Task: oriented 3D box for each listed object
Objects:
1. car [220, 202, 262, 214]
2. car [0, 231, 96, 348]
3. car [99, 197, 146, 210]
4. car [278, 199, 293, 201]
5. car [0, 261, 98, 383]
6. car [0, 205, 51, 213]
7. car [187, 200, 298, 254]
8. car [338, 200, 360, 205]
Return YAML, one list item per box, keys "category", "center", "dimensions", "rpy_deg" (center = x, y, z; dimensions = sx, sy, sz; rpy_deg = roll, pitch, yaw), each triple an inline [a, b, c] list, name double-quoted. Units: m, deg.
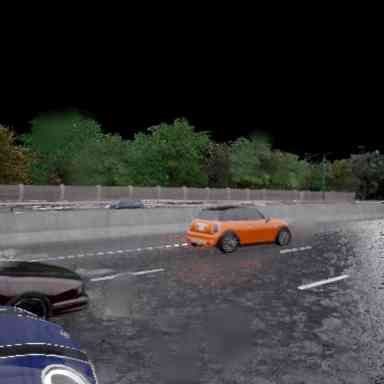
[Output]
- category: "car"
  center: [5.617, 1.810, 38.103]
  dimensions: [4.718, 1.301, 1.895]
  rpy_deg: [1, -1, -35]
- category: "car"
  center: [-4.396, 1.546, 4.910]
  dimensions: [5.357, 1.411, 2.033]
  rpy_deg: [0, 0, -36]
- category: "car"
  center: [-6.981, 1.422, 33.410]
  dimensions: [4.553, 1.767, 2.097]
  rpy_deg: [1, 0, -36]
- category: "car"
  center: [9.699, 1.596, 36.683]
  dimensions: [4.553, 1.767, 2.097]
  rpy_deg: [1, -1, -35]
- category: "car"
  center: [-2.828, 1.349, 1.852]
  dimensions: [4.553, 1.767, 2.097]
  rpy_deg: [0, 0, -36]
- category: "car"
  center: [-10.272, 1.484, 18.161]
  dimensions: [5.008, 1.535, 1.882]
  rpy_deg: [0, 0, -36]
- category: "car"
  center: [2.083, 1.393, 13.835]
  dimensions: [4.553, 1.767, 2.097]
  rpy_deg: [0, 0, -36]
- category: "car"
  center: [27.361, 2.183, 57.835]
  dimensions: [4.902, 1.511, 2.128]
  rpy_deg: [1, -1, -35]
